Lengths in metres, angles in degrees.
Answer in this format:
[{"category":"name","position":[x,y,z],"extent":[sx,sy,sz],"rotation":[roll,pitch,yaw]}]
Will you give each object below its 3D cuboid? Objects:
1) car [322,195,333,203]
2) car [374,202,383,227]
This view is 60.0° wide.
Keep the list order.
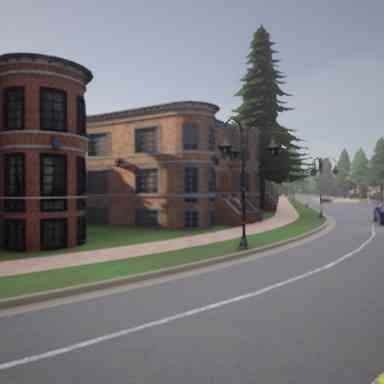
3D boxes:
[{"category":"car","position":[24.759,1.289,61.393],"extent":[1.882,1.535,5.008],"rotation":[0,0,16]},{"category":"car","position":[13.309,1.392,22.014],"extent":[1.882,1.535,5.008],"rotation":[0,0,23]}]
